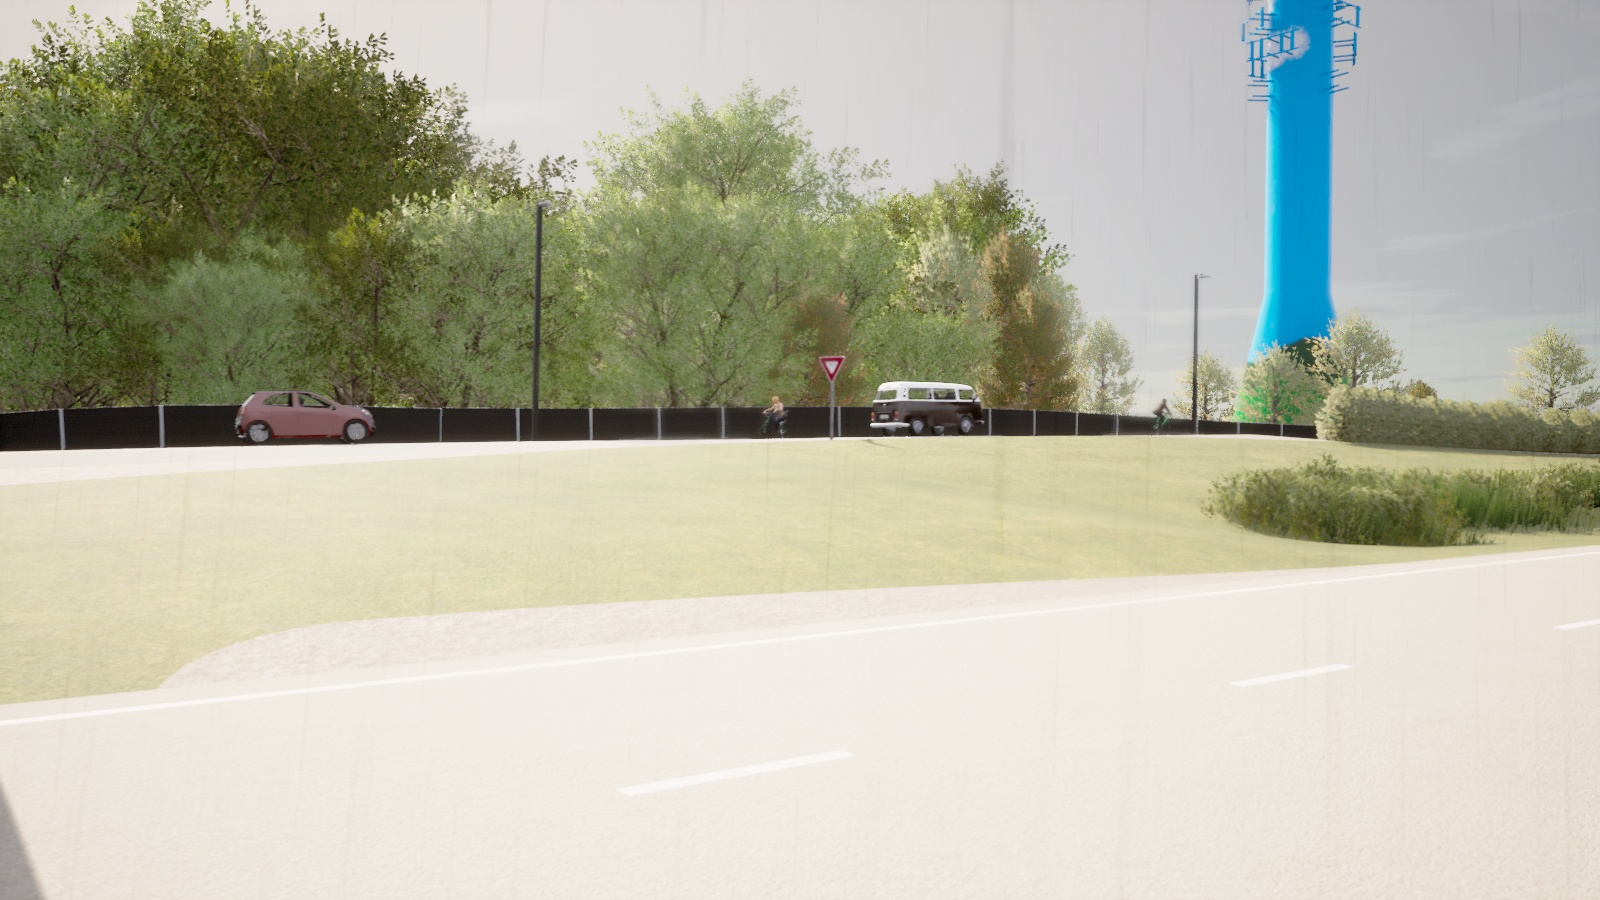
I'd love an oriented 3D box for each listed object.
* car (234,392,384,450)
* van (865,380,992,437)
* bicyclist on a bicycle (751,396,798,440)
[{"bbox_3d":[-13.628,-0.807,34.878,3.633,1.501,1.845,-2,1,-29],"label":"car"},{"bbox_3d":[4.878,-1.547,47.391,4.480,2.038,2.069,-2,1,-37],"label":"van"},{"bbox_3d":[-0.976,-1.220,47.406,1.509,1.612,0.866,-2,0,-36],"label":"bicyclist on a bicycle"}]
